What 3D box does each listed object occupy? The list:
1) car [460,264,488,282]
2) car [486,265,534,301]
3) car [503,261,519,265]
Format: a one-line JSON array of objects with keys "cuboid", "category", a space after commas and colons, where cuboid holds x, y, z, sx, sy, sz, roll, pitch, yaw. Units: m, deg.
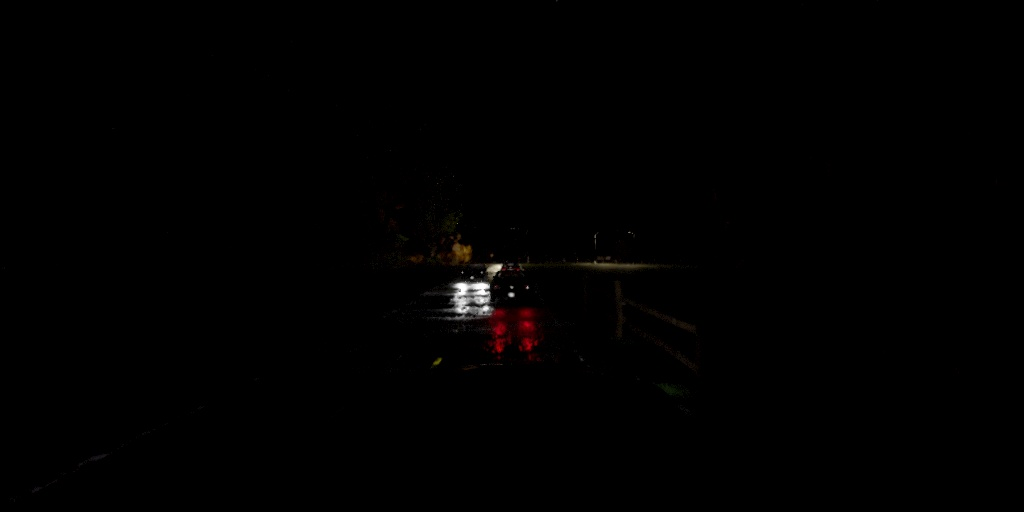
[{"cuboid": [-2.926, 1.274, 28.335, 1.895, 1.301, 4.718, 0, 0, 0], "category": "car"}, {"cuboid": [-0.016, 1.298, 16.857, 1.895, 1.301, 4.718, 0, 0, 0], "category": "car"}, {"cuboid": [-0.115, 1.189, 33.350, 2.033, 1.411, 5.357, 0, 0, 0], "category": "car"}]
